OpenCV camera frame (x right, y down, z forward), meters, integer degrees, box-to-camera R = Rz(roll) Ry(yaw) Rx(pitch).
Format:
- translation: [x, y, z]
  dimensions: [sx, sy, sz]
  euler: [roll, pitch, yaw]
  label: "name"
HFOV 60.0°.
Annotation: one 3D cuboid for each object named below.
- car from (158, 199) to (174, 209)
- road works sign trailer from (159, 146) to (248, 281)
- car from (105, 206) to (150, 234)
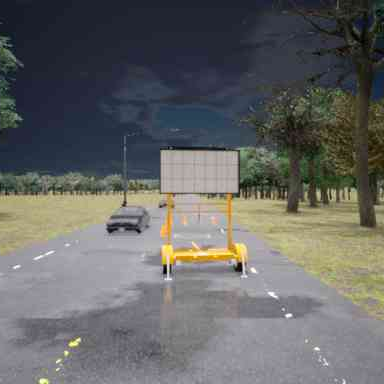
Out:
- translation: [-3.474, 1.592, 45.299]
  dimensions: [1.994, 1.385, 4.181]
  euler: [0, 0, 0]
  label: "car"
- translation: [0.201, 0.461, 9.989]
  dimensions: [2.380, 3.560, 2.880]
  euler: [0, 0, -8]
  label: "road works sign trailer"
- translation: [-3.588, 1.544, 19.625]
  dimensions: [2.033, 1.411, 5.357]
  euler: [0, 0, 0]
  label: "car"
